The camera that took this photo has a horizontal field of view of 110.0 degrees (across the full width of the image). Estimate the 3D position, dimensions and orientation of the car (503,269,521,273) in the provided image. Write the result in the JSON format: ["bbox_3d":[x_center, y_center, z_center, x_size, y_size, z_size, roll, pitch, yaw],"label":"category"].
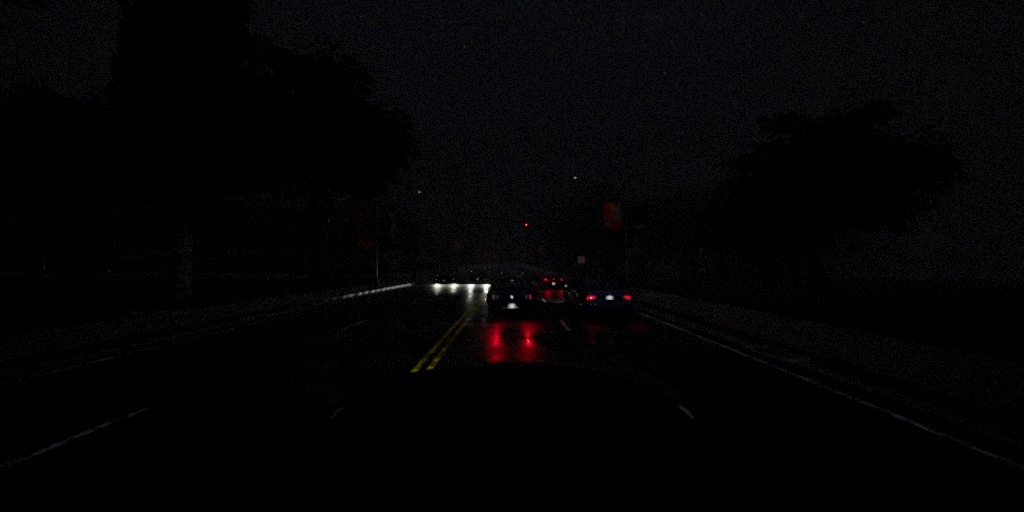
[{"bbox_3d":[0.029,1.847,31.165,1.882,1.535,5.008,0,-1,1],"label":"car"}]

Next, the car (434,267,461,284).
[{"bbox_3d":[-6.524,1.877,36.764,2.097,1.767,4.553,0,-1,0],"label":"car"}]

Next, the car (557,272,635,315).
[{"bbox_3d":[3.259,1.490,14.435,2.033,1.411,5.357,0,-1,0],"label":"car"}]

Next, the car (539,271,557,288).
[{"bbox_3d":[3.267,1.942,30.175,1.895,1.301,4.718,0,-2,0],"label":"car"}]

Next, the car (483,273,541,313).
[{"bbox_3d":[0.016,1.557,15.162,1.895,1.301,4.718,0,-1,0],"label":"car"}]

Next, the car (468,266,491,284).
[{"bbox_3d":[-3.273,2.031,36.674,1.837,1.490,4.892,0,-2,1],"label":"car"}]

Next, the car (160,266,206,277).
[{"bbox_3d":[-43.858,2.026,47.815,4.718,1.301,1.895,0,-2,0],"label":"car"}]
